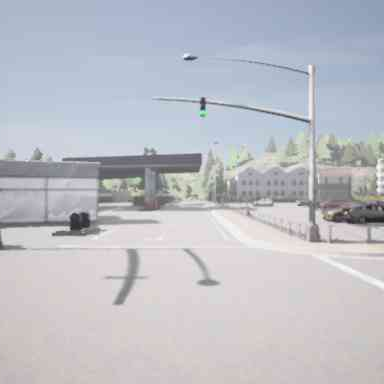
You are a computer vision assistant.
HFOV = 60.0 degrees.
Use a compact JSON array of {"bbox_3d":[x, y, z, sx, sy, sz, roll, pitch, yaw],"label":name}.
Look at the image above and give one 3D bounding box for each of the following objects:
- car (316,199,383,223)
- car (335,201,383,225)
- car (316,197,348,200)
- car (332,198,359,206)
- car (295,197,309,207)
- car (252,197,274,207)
[{"bbox_3d":[13.063,1.629,26.922,5.027,1.636,2.152,0,-1,0],"label":"car"},{"bbox_3d":[13.120,1.602,23.785,4.514,1.523,2.007,0,-1,0],"label":"car"},{"bbox_3d":[20.749,1.839,48.770,4.514,1.523,2.007,0,-1,0],"label":"car"},{"bbox_3d":[31.446,2.052,68.181,4.514,1.523,2.007,0,-1,0],"label":"car"},{"bbox_3d":[21.444,1.779,61.229,4.605,1.855,1.932,0,-1,0],"label":"car"},{"bbox_3d":[12.965,2.047,61.177,3.806,1.475,1.970,0,-1,0],"label":"car"}]
